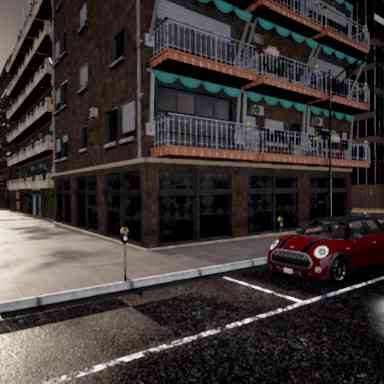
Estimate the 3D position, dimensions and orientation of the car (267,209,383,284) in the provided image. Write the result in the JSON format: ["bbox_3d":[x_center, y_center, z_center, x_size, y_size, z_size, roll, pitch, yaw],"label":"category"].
[{"bbox_3d":[4.009,1.435,9.450,4.097,1.590,1.967,0,-1,-36],"label":"car"}]
